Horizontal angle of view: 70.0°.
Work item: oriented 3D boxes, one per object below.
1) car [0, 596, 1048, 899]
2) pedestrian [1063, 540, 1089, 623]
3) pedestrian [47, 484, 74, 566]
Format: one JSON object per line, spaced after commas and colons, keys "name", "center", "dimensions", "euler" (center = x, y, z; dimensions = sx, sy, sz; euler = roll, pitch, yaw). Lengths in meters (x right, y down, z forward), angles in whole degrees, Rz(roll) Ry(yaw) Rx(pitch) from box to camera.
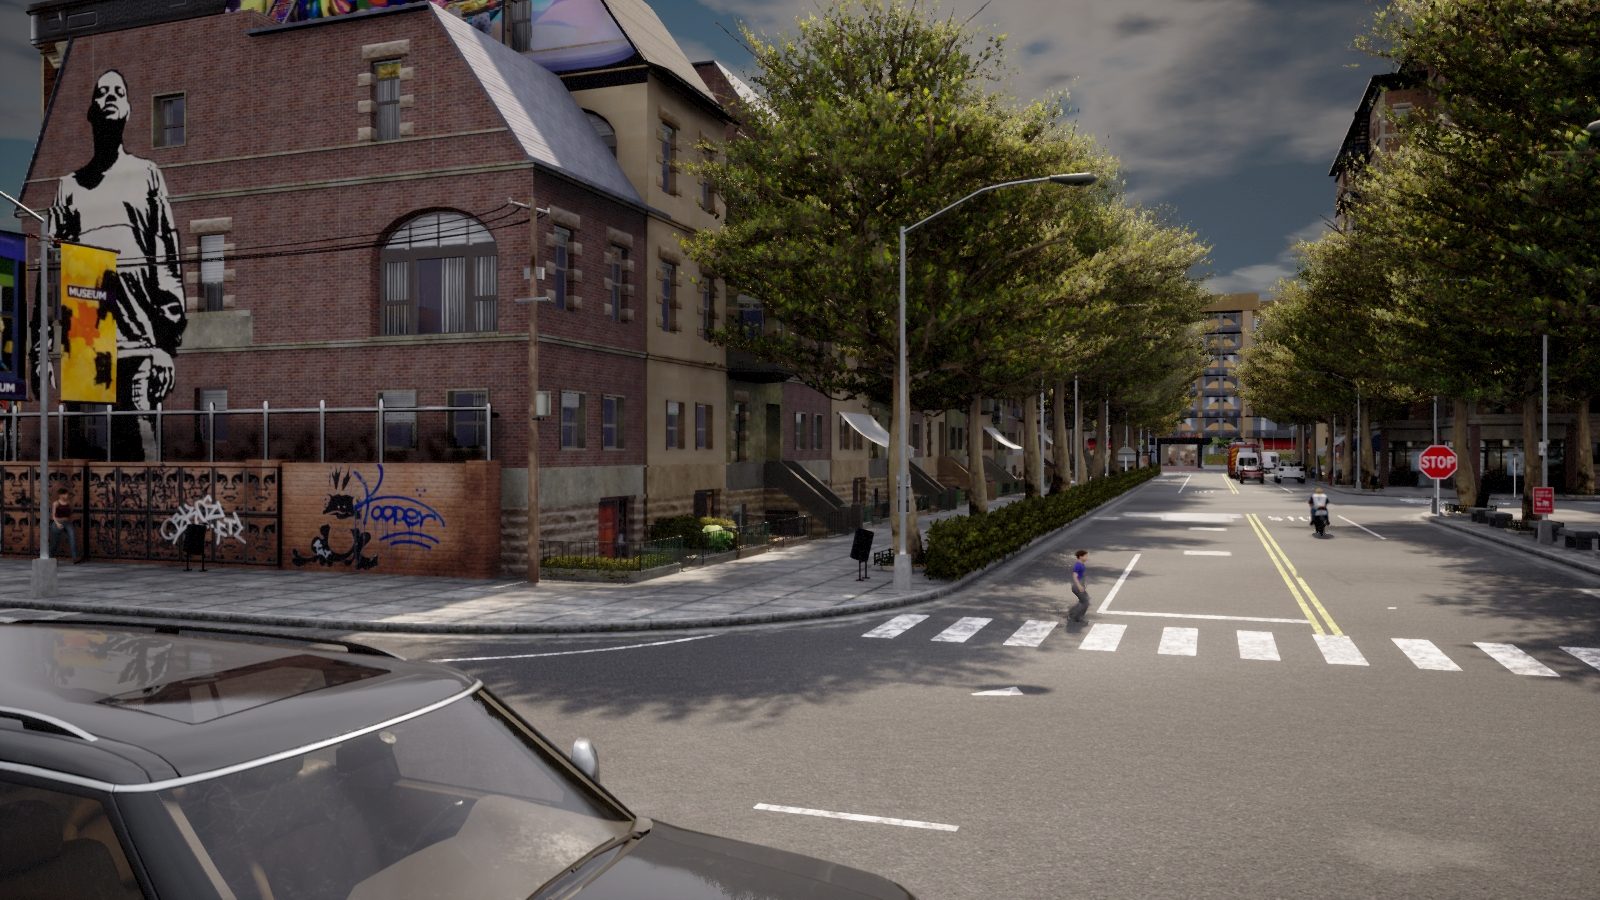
{"name": "car", "center": [-2.100, 1.785, 4.031], "dimensions": [5.566, 2.045, 2.150], "euler": [0, 0, 20]}
{"name": "pedestrian", "center": [4.490, 2.130, 18.571], "dimensions": [0.375, 1.300, 0.375], "euler": [0, 0, 20]}
{"name": "pedestrian", "center": [-16.924, 1.706, 26.161], "dimensions": [0.375, 1.860, 0.375], "euler": [0, 0, 22]}
